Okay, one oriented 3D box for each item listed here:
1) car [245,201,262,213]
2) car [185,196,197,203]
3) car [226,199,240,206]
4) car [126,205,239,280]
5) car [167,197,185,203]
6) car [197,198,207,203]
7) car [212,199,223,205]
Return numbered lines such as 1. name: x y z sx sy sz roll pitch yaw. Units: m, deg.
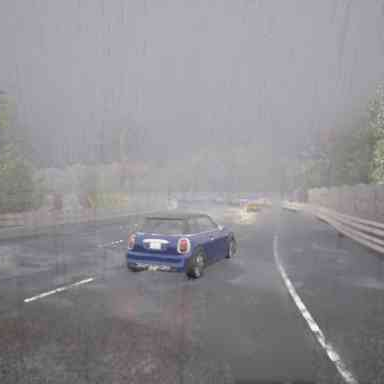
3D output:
1. car: 8.128 1.914 44.254 1.882 1.535 5.008 0 -1 6
2. car: -1.008 2.384 90.604 1.994 1.385 4.181 0 -1 -21
3. car: 8.041 2.122 65.233 2.128 1.511 4.902 0 -1 -6
4. car: -0.131 1.451 10.657 2.097 1.767 4.553 0 -1 23
5. car: -4.281 2.161 89.356 2.097 1.767 4.553 0 -1 -21
6. car: 2.490 2.371 91.194 2.128 1.511 4.902 0 -1 -21
7. car: 6.034 2.271 78.644 1.812 1.442 4.674 0 -1 -12
